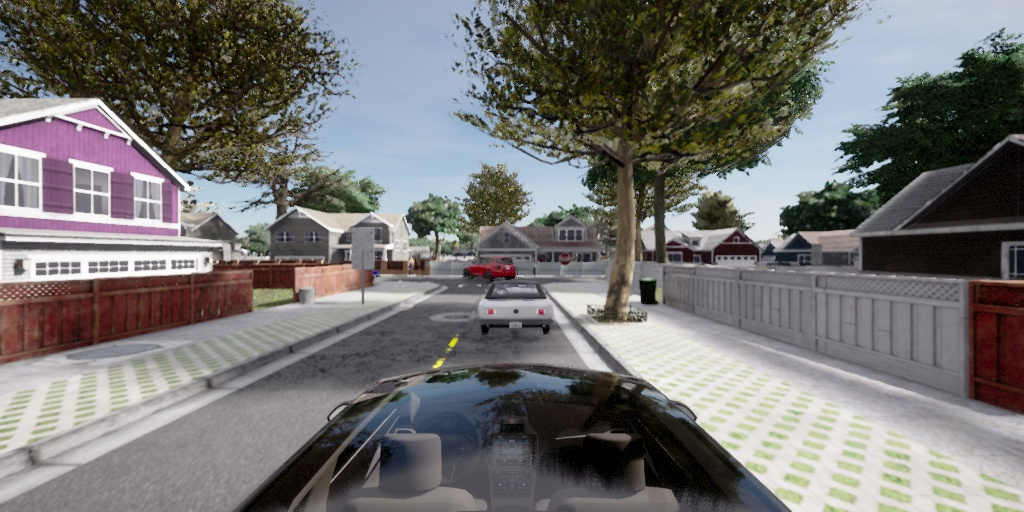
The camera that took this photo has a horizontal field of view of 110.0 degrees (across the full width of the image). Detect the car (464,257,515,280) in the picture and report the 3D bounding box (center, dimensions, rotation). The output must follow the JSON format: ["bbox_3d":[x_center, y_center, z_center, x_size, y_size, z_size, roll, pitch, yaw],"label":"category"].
[{"bbox_3d":[-1.980,1.084,30.485,2.150,2.045,5.566,2,-1,-37],"label":"car"}]

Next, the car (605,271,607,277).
[{"bbox_3d":[10.833,1.402,32.179,4.902,1.511,2.128,0,0,-1],"label":"car"}]

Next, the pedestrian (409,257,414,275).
[{"bbox_3d":[-9.770,0.950,34.874,0.375,1.860,0.375,0,0,-1],"label":"pedestrian"}]

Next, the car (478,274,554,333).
[{"bbox_3d":[0.098,1.388,10.878,1.895,1.301,4.718,0,0,0],"label":"car"}]

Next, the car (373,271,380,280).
[{"bbox_3d":[-13.244,1.429,28.981,4.718,1.301,1.895,0,0,-1],"label":"car"}]

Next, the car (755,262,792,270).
[{"bbox_3d":[22.908,1.310,32.297,4.553,1.767,2.097,0,0,-1],"label":"car"}]
